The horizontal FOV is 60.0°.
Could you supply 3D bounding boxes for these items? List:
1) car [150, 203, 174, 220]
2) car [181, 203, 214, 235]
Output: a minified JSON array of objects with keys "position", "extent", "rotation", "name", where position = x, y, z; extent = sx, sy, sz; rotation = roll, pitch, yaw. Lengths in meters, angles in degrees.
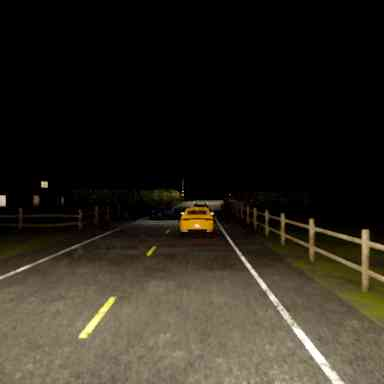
[{"position":[-2.875,1.821,32.734],"extent":[1.882,1.535,5.008],"rotation":[0,-1,2],"name":"car"},{"position":[0.331,1.698,20.527],"extent":[1.882,1.535,5.008],"rotation":[0,0,1],"name":"car"}]
